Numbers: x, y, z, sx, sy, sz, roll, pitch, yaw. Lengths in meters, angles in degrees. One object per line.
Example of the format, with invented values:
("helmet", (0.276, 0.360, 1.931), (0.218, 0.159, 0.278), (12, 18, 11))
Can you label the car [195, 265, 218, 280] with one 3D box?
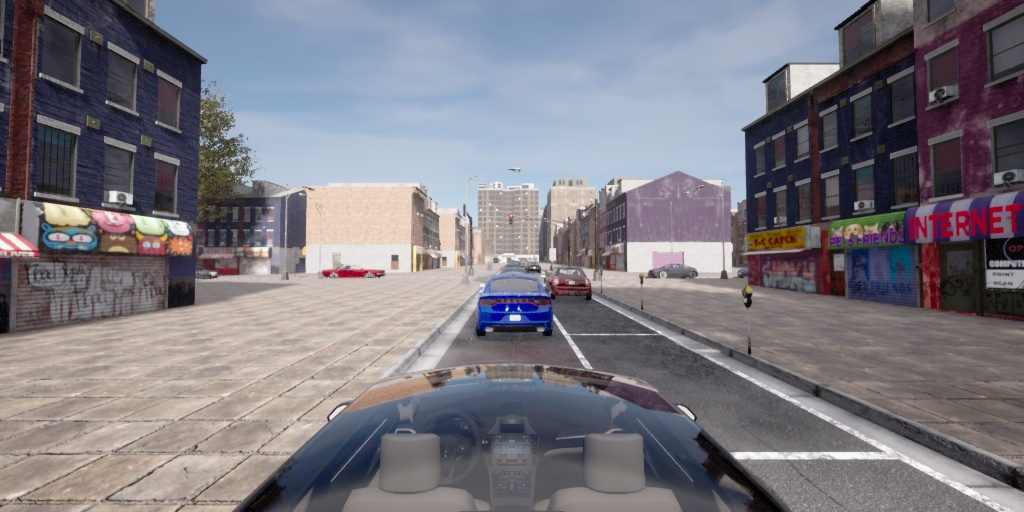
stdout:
("car", (-27.368, 1.387, 29.975), (4.902, 1.511, 2.128), (-1, -2, 0))

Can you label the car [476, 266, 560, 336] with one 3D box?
("car", (0.039, 1.233, 10.493), (1.882, 1.535, 5.008), (0, 0, -1))

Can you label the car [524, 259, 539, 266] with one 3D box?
("car", (2.634, 1.420, 44.566), (1.948, 1.339, 4.313), (0, 0, 0))

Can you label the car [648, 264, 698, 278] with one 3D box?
("car", (14.605, 1.379, 32.653), (4.181, 1.385, 1.994), (0, -2, 0))

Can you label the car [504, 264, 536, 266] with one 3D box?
("car", (0.098, 1.292, 18.022), (1.812, 1.442, 4.674), (0, 0, 0))

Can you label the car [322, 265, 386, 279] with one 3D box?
("car", (-13.043, 1.374, 29.876), (4.718, 1.301, 1.895), (0, -2, 0))

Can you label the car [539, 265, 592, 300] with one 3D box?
("car", (2.635, 1.206, 17.822), (1.967, 1.591, 4.097), (0, 0, 0))

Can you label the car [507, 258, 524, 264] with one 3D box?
("car", (0.158, 1.341, 41.541), (1.837, 1.490, 4.892), (1, 0, 0))

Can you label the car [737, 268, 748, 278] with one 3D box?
("car", (23.059, 1.336, 32.599), (4.674, 1.442, 1.812), (0, -2, 0))
